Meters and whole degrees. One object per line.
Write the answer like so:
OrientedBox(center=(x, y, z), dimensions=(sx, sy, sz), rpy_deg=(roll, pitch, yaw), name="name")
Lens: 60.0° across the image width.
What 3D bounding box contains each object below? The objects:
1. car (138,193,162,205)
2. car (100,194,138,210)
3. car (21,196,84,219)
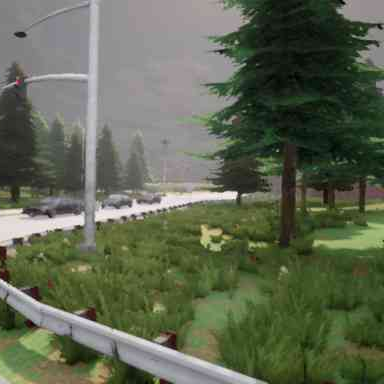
OrientedBox(center=(-5.380, 0.833, 42.321), dimensions=(2.033, 1.411, 5.357), rpy_deg=(2, 1, 13), name="car")
OrientedBox(center=(-7.459, 0.910, 33.355), dimensions=(1.812, 1.442, 4.674), rpy_deg=(2, 1, 14), name="car")
OrientedBox(center=(-9.725, 1.032, 24.040), dimensions=(2.033, 1.411, 5.357), rpy_deg=(2, 1, 14), name="car")
